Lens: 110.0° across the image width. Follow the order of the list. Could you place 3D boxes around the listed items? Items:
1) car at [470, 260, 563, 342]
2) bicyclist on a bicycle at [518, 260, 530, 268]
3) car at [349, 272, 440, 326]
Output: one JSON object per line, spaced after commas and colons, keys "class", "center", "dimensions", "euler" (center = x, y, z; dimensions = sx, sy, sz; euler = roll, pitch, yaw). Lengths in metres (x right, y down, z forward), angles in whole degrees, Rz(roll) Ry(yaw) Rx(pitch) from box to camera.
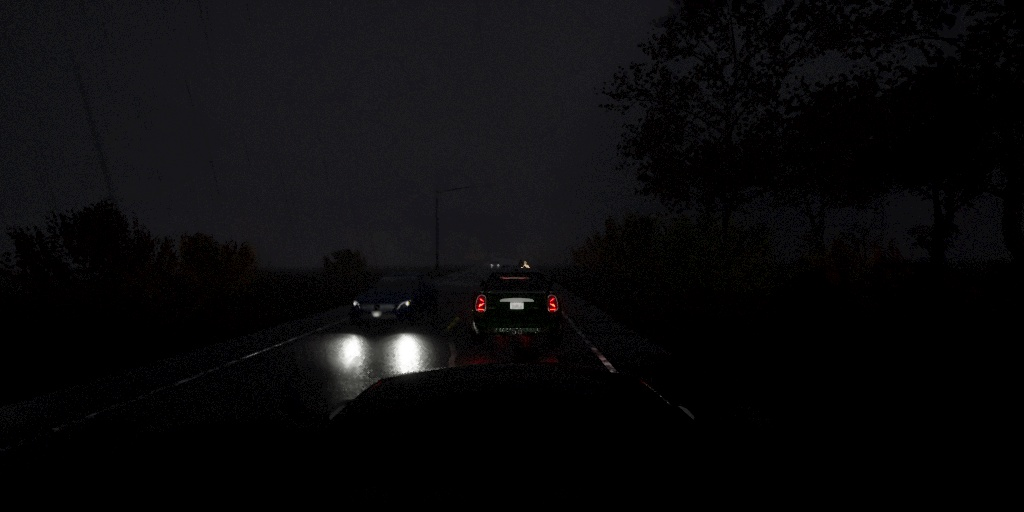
{"class": "car", "center": [0.107, 1.099, 9.913], "dimensions": [2.097, 1.767, 4.553], "euler": [0, 0, 0]}
{"class": "bicyclist on a bicycle", "center": [0.957, 1.177, 25.736], "dimensions": [0.866, 1.612, 1.509], "euler": [0, 0, 1]}
{"class": "car", "center": [-3.581, 1.272, 11.800], "dimensions": [1.812, 1.442, 4.674], "euler": [0, 0, 0]}
